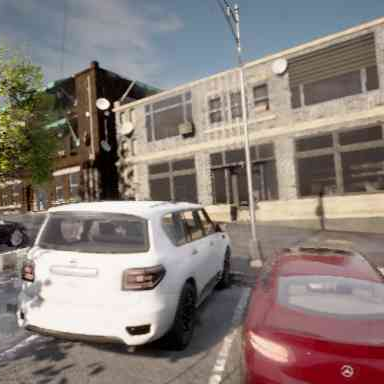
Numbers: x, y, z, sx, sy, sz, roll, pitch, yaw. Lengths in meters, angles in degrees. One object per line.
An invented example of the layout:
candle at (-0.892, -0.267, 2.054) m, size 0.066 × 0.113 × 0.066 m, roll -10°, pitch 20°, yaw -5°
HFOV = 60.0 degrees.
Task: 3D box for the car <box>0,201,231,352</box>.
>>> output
car at (-0.669, 1.184, 6.477) m, size 2.435 × 2.045 × 5.566 m, roll 0°, pitch 0°, yaw 16°

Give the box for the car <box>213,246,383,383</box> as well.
car at (1.783, 1.497, 4.695) m, size 2.002 × 1.452 × 4.674 m, roll 0°, pitch 0°, yaw 16°
